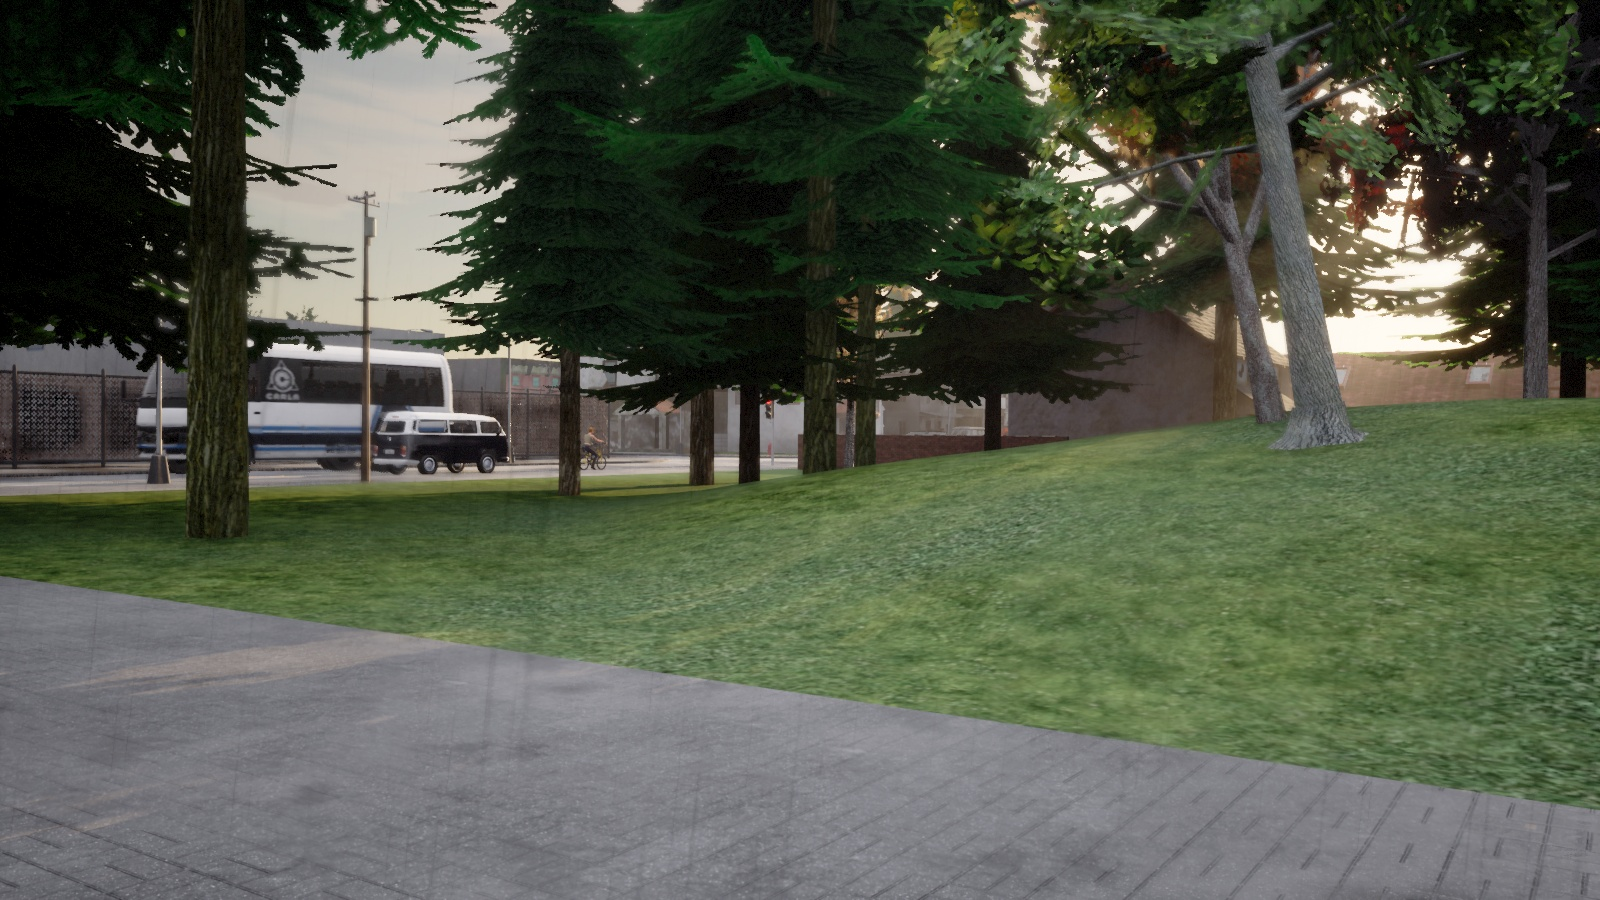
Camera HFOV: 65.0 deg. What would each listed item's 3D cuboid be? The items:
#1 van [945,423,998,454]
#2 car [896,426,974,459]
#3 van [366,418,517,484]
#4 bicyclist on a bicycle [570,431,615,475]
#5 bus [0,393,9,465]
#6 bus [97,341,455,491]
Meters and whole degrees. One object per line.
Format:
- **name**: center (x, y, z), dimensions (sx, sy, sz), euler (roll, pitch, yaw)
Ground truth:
- **van**: center (11.444, -0.759, 83.486), dimensions (1.775, 1.987, 4.442), euler (0, 1, 33)
- **car**: center (7.615, -0.443, 70.574), dimensions (2.097, 1.767, 4.553), euler (0, 1, 41)
- **van**: center (-11.720, -0.003, 41.329), dimensions (2.069, 2.038, 4.480), euler (0, 1, 34)
- **bicyclist on a bicycle**: center (-7.791, 0.094, 47.229), dimensions (0.866, 1.612, 1.509), euler (0, 1, 33)
- **bus**: center (-51.309, -1.151, 71.100), dimensions (3.944, 4.253, 10.273), euler (0, 1, 37)
- **bus**: center (-16.690, -1.055, 41.085), dimensions (3.944, 4.253, 10.273), euler (0, 1, 34)
